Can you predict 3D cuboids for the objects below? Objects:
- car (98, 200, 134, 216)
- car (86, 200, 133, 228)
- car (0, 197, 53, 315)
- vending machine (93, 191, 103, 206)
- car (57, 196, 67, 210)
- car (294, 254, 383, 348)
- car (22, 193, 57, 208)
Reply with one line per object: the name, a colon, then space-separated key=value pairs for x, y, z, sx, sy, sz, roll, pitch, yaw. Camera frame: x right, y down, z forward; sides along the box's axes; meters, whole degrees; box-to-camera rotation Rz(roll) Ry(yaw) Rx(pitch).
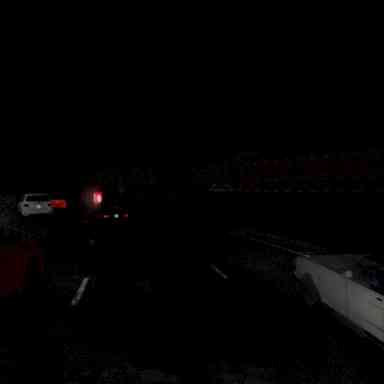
car: x=-7.282 y=1.450 z=31.443 sx=1.895 sy=1.301 sz=4.718 roll=0 pitch=0 yaw=-32
car: x=-5.592 y=1.446 z=21.732 sx=2.033 sy=1.411 sz=5.357 roll=0 pitch=0 yaw=-28
car: x=-3.916 y=1.212 z=4.591 sx=2.150 sy=2.045 sz=5.566 roll=0 pitch=0 yaw=-7
vending machine: x=-14.054 y=0.970 z=49.694 sx=1.100 sy=2.100 sz=0.880 roll=0 pitch=0 yaw=-32
car: x=-16.206 y=1.199 z=39.074 sx=2.097 sy=1.767 sz=4.553 roll=0 pitch=0 yaw=-32
car: x=3.264 y=1.556 z=4.926 sx=1.895 sy=1.301 sz=4.718 roll=0 pitch=0 yaw=-6
car: x=-12.714 y=1.123 z=26.839 sx=2.150 sy=2.045 sz=5.566 roll=0 pitch=0 yaw=-31
